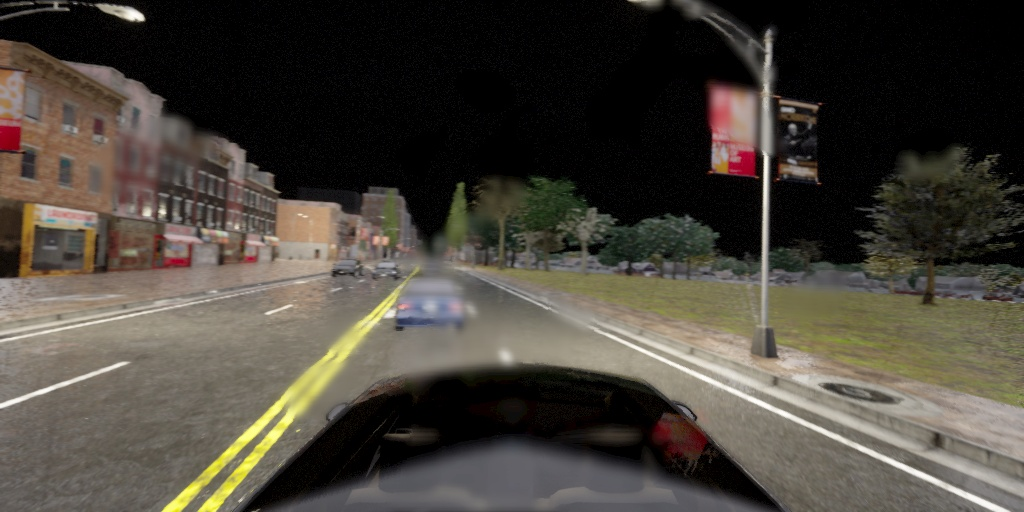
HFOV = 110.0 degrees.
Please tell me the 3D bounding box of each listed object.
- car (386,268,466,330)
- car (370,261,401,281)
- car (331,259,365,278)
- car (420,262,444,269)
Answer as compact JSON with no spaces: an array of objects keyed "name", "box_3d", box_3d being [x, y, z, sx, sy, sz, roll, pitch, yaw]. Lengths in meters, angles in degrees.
[{"name":"car","box_3d":[-2.484,1.292,11.027,2.033,1.411,5.357,2,-1,-13]},{"name":"car","box_3d":[-9.930,1.152,28.634,1.812,1.442,4.674,2,-1,-12]},{"name":"car","box_3d":[-13.500,1.009,29.741,1.837,1.490,4.892,2,-1,-12]},{"name":"car","box_3d":[-6.945,1.252,31.098,2.128,1.511,4.902,2,-1,-13]}]
